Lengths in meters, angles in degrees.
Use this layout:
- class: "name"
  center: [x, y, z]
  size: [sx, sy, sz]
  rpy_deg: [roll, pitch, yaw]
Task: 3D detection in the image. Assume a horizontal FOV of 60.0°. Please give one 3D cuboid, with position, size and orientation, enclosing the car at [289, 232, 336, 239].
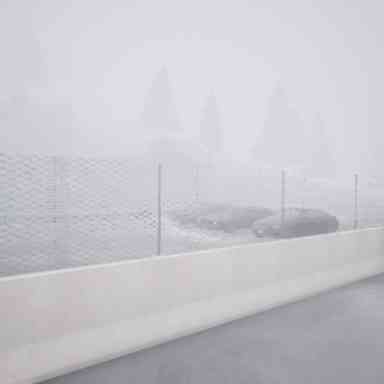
- class: "car"
  center: [4.950, 1.445, 15.572]
  size: [4.674, 1.442, 1.812]
  rpy_deg: [0, 0, -32]
